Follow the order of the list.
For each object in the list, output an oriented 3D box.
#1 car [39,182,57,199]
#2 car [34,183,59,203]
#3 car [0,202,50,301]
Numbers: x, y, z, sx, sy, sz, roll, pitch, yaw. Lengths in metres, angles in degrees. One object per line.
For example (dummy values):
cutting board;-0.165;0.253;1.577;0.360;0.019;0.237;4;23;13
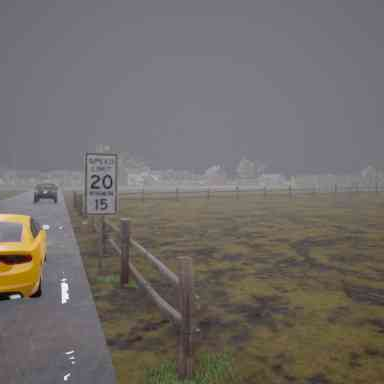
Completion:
car;-19.336;-0.256;44.862;2.150;2.045;5.566;0;2;-22
car;-15.424;0.054;35.221;2.150;2.045;5.566;0;2;-21
car;-4.363;1.231;7.527;1.882;1.535;5.008;0;2;-22
